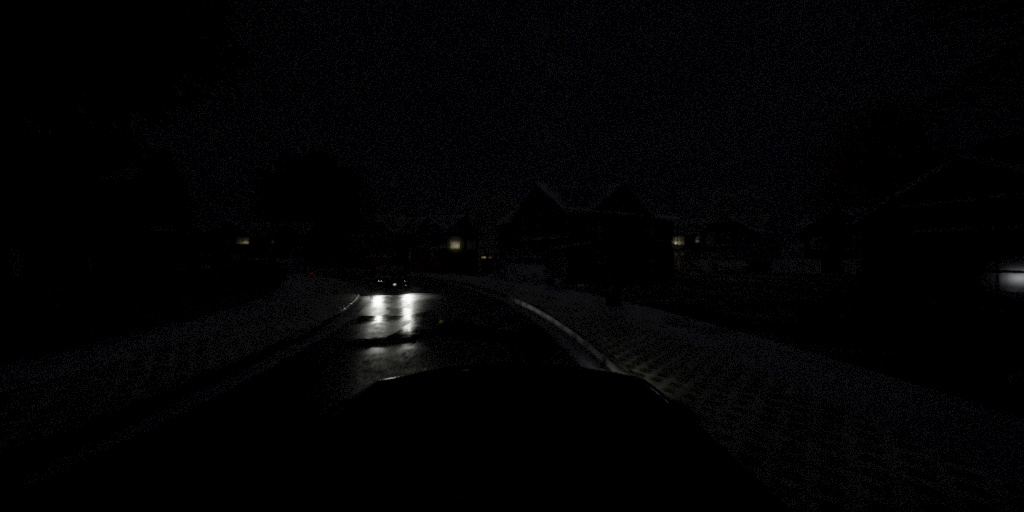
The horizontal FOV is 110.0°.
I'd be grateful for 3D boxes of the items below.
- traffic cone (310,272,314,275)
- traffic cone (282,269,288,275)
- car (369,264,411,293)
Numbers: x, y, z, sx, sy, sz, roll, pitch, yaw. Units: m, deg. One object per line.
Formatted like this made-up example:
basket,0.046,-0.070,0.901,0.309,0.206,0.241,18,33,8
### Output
traffic cone,-19.112,1.457,34.274,0.340,0.580,0.340,0,0,45
traffic cone,-23.523,1.442,37.371,0.340,0.580,0.340,0,0,43
car,-7.110,1.213,20.626,1.837,1.490,4.892,0,0,-26
